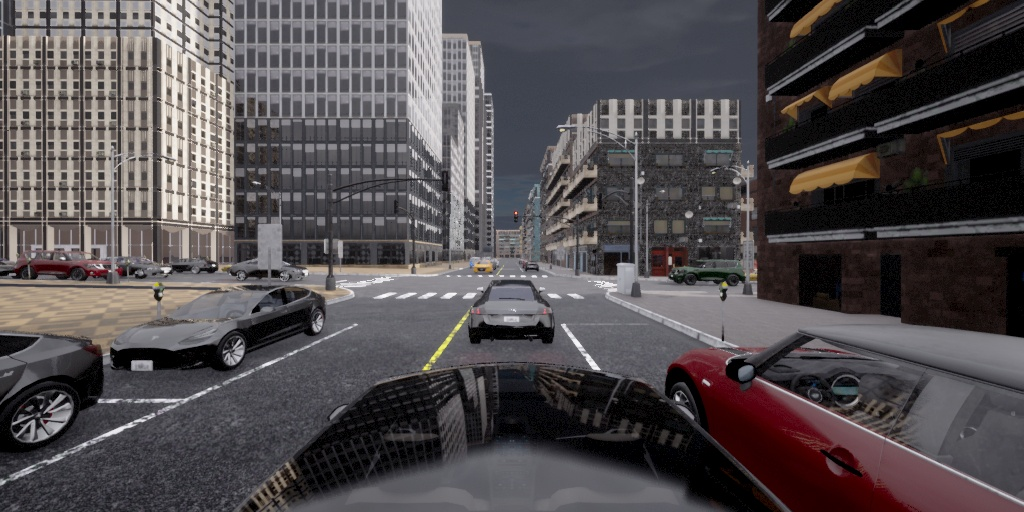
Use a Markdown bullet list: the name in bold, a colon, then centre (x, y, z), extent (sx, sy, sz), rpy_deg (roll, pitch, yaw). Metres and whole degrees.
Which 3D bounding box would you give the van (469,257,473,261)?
- **van**: centre (-5.843, 1.097, 57.312), extent (1.690, 1.789, 3.998), rpy_deg (0, 0, 0)

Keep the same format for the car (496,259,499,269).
- **car**: centre (-3.236, 1.247, 53.139), extent (2.128, 1.511, 4.902), rpy_deg (0, 0, 0)

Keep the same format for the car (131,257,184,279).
- **car**: centre (-26.364, 0.780, 24.816), extent (4.902, 1.511, 2.128), rpy_deg (1, 0, -1)

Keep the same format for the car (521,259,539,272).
- **car**: centre (2.566, 1.319, 47.369), extent (1.948, 1.339, 4.313), rpy_deg (0, 0, 0)

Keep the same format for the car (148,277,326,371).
- **car**: centre (-5.703, 1.315, 7.701), extent (1.948, 1.339, 4.313), rpy_deg (0, 0, 0)

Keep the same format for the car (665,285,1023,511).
- **car**: centre (2.692, 1.190, 2.479), extent (1.967, 1.591, 4.097), rpy_deg (0, 0, 0)

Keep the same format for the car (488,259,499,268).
- **car**: centre (-3.230, 1.284, 63.595), extent (1.812, 1.442, 4.674), rpy_deg (0, 0, 0)

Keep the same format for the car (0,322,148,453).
- **car**: centre (-5.688, 1.316, 2.455), extent (1.948, 1.339, 4.313), rpy_deg (0, 0, 0)

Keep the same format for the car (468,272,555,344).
- **car**: centre (-0.017, 1.314, 9.634), extent (1.994, 1.385, 4.181), rpy_deg (0, 0, 0)

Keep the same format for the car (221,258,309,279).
- **car**: centre (-16.791, 0.959, 24.954), extent (4.902, 1.511, 2.128), rpy_deg (1, 0, -1)

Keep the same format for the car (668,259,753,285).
- **car**: centre (15.509, 1.290, 28.602), extent (5.566, 2.045, 2.150), rpy_deg (1, 0, -1)

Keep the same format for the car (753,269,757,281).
- **car**: centre (21.286, 1.698, 31.278), extent (4.829, 1.417, 1.751), rpy_deg (0, 0, -1)

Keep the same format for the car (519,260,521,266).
- **car**: centre (2.538, 1.301, 57.336), extent (1.888, 1.381, 4.507), rpy_deg (0, 0, 0)

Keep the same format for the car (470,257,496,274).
- **car**: centre (-3.248, 1.230, 41.188), extent (1.882, 1.535, 5.008), rpy_deg (0, 0, 1)

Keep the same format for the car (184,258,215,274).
- **car**: centre (-27.566, 0.815, 30.589), extent (4.313, 1.339, 1.948), rpy_deg (0, 0, -1)

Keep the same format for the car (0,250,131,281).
- **car**: centre (-27.440, 0.590, 22.208), extent (5.009, 1.841, 2.192), rpy_deg (0, 0, -1)

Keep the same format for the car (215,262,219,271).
- **car**: centre (-22.122, 0.880, 30.753), extent (4.829, 1.417, 1.751), rpy_deg (0, 0, -1)
